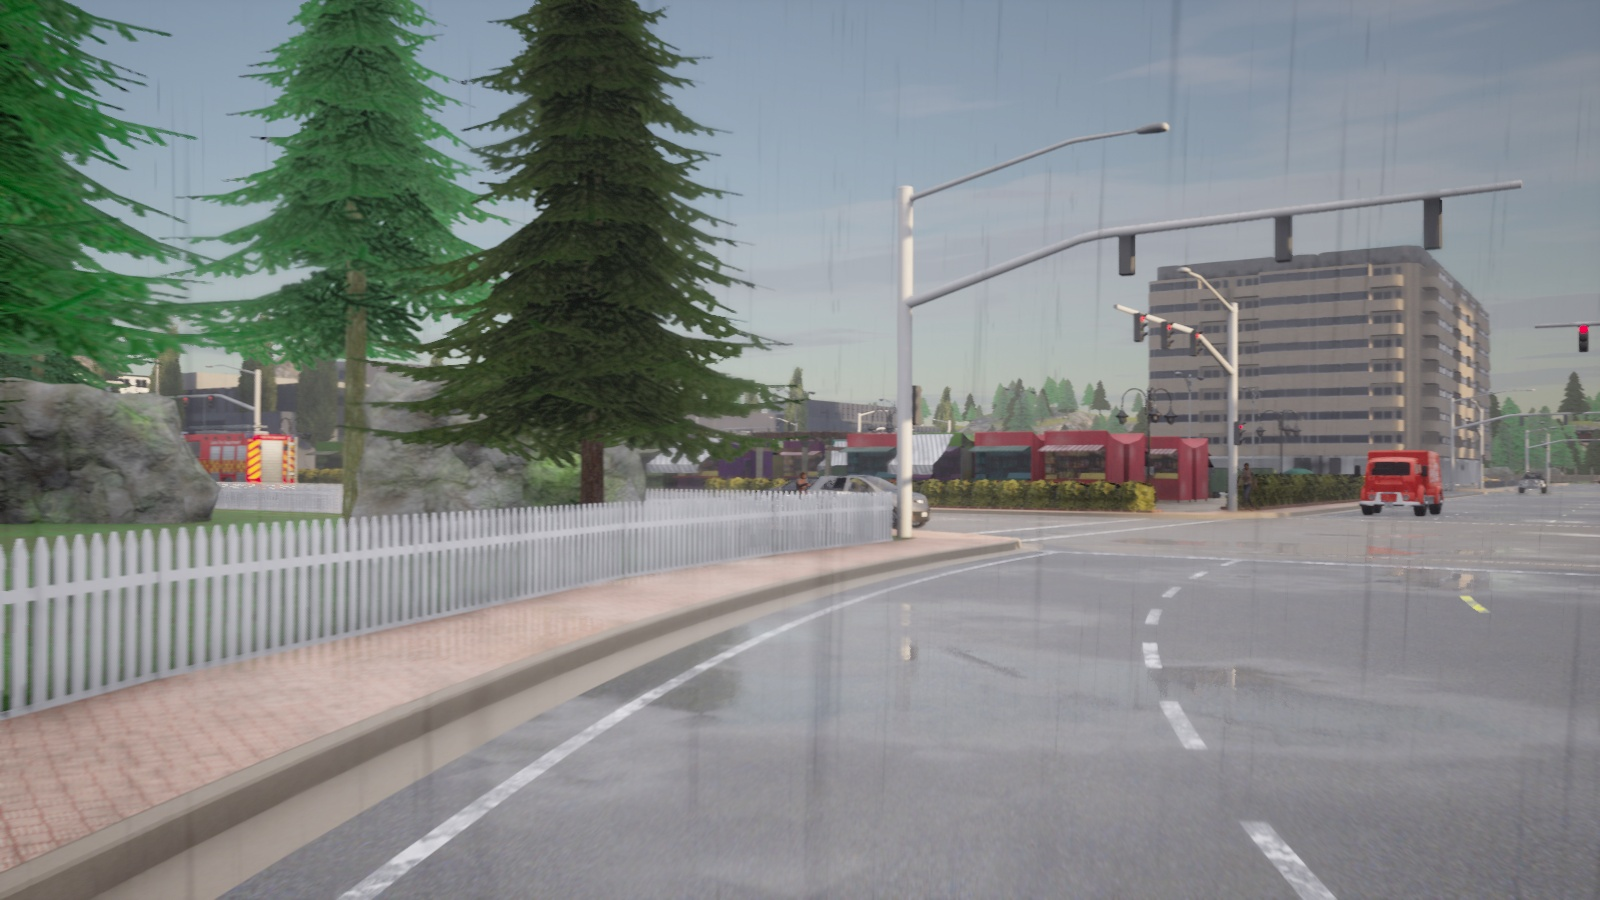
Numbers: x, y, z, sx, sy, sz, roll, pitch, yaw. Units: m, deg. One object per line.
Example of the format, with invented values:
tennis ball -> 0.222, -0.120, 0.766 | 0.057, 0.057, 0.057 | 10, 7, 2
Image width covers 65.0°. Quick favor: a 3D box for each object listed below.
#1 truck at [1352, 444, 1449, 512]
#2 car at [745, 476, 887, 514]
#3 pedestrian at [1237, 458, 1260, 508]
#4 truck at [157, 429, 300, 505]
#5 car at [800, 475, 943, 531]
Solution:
truck -> 23.189, 1.069, 48.368 | 2.627, 2.467, 5.204 | -1, -1, 34
car -> 0.582, 1.744, 49.434 | 5.357, 1.411, 2.033 | -1, -1, 35
pedestrian -> 16.332, 1.186, 45.729 | 0.869, 1.805, 0.328 | 1, -1, -37
truck -> -30.298, 0.910, 66.440 | 8.468, 3.827, 2.891 | -1, -1, 35
car -> 2.015, 1.476, 35.709 | 3.633, 1.501, 1.845 | -1, -1, 35
